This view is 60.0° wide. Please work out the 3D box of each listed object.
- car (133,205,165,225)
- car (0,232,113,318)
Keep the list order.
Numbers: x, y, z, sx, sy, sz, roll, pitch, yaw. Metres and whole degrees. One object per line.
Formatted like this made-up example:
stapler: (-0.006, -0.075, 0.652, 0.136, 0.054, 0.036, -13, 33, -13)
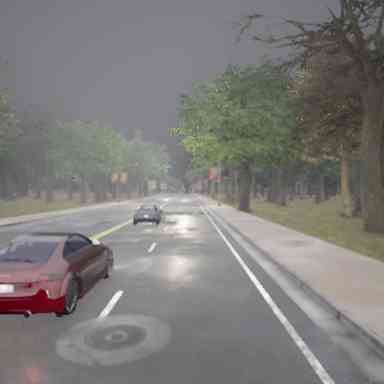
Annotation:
car: (-3.189, 1.647, 25.082, 1.994, 1.385, 4.181, 0, 0, 0)
car: (-3.155, 1.590, 7.564, 1.994, 1.385, 4.181, 0, 0, 0)
